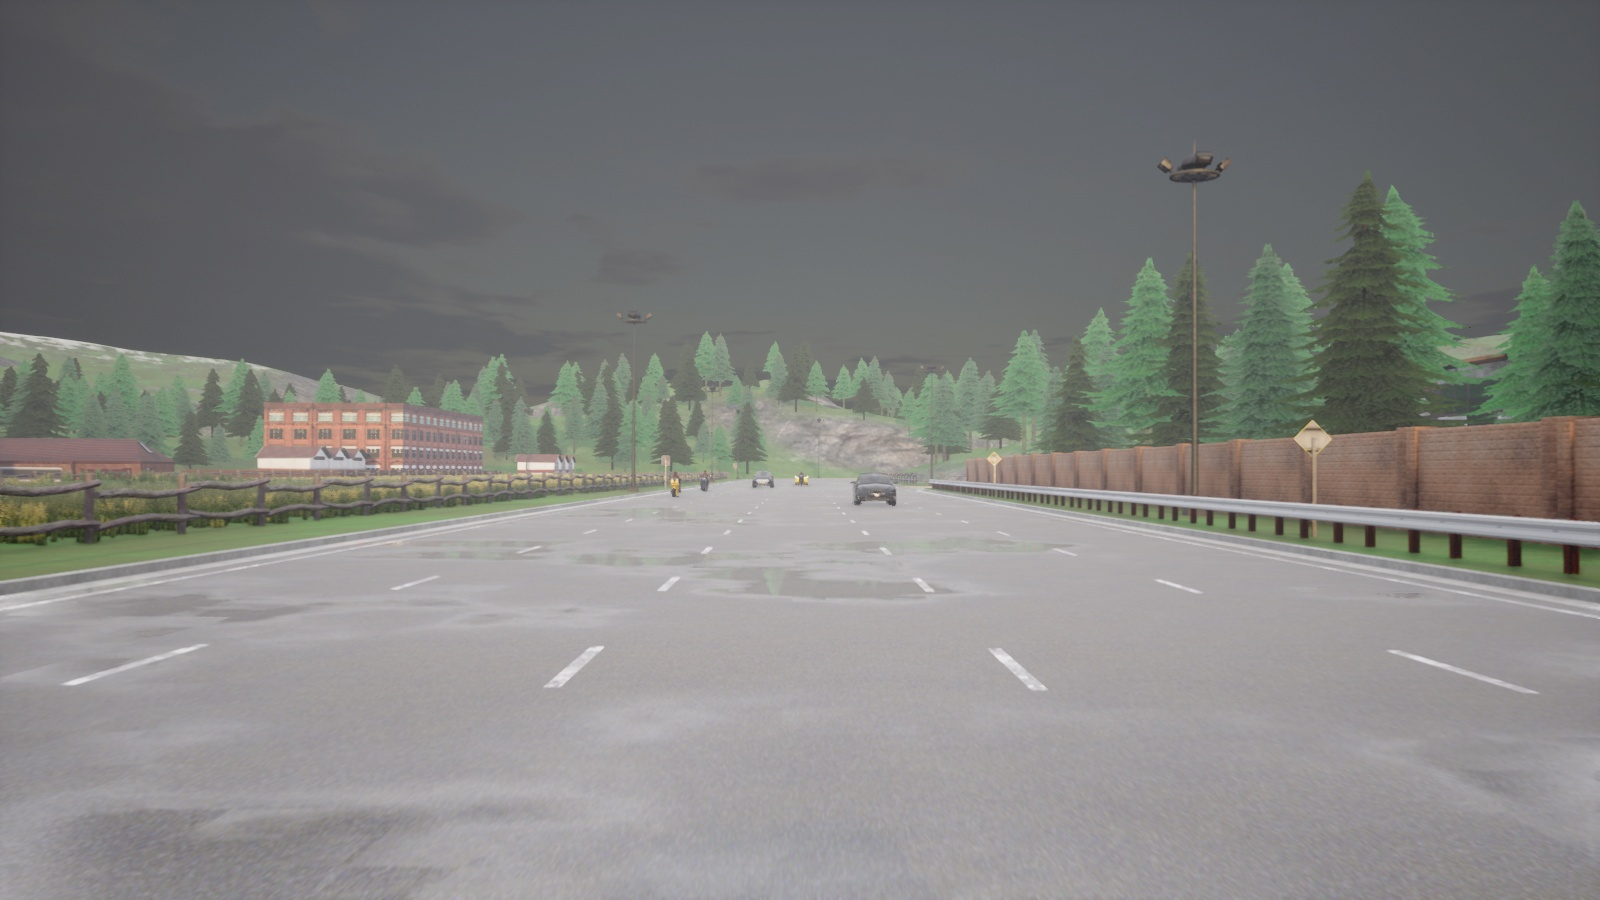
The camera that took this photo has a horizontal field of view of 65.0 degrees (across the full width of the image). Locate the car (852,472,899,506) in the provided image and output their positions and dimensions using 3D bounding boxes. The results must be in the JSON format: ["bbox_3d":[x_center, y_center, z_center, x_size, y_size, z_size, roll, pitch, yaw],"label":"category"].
[{"bbox_3d":[3.425,1.771,57.662,1.837,1.490,4.892,0,-1,0],"label":"car"}]
